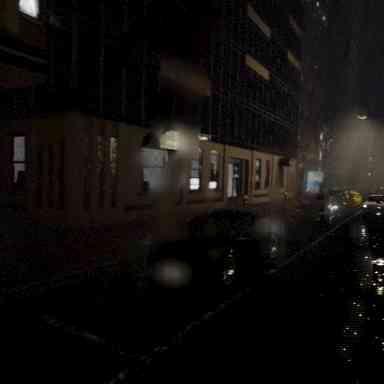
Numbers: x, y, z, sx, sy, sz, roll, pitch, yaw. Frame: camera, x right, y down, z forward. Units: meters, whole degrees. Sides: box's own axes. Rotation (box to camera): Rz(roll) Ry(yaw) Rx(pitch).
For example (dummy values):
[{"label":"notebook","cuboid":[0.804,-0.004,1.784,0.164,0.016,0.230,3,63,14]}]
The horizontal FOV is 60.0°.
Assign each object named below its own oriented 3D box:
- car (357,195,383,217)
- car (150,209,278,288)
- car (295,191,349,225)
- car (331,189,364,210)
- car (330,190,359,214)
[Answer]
[{"label":"car","cuboid":[11.951,0.892,21.033,1.895,1.301,4.718,4,3,32]},{"label":"car","cuboid":[0.797,1.150,8.265,1.947,1.339,4.313,4,3,32]},{"label":"car","cuboid":[6.835,0.842,17.807,2.008,1.369,4.403,4,3,32]},{"label":"car","cuboid":[12.782,0.531,27.207,1.752,1.417,4.829,4,3,32]},{"label":"car","cuboid":[9.857,0.587,22.575,1.967,1.590,4.097,4,3,32]}]
